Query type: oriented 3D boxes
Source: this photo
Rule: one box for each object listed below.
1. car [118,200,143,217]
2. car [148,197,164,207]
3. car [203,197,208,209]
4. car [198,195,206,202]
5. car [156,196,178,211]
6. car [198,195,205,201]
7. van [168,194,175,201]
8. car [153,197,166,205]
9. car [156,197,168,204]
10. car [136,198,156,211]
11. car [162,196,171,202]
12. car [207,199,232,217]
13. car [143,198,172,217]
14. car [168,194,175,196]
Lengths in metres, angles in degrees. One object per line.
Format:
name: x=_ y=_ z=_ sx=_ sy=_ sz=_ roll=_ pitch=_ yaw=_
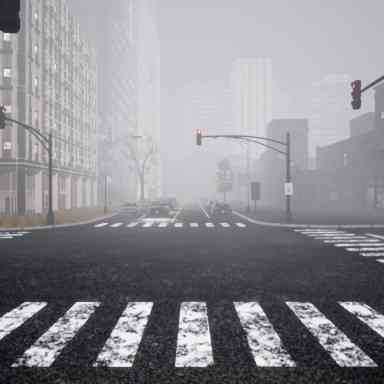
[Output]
car: x=-5.704 y=1.591 z=30.787 sx=1.802 sy=1.307 sz=4.206 roll=0 pitch=0 yaw=0
car: x=-5.714 y=1.574 z=52.951 sx=2.008 sy=1.369 sz=4.403 roll=0 pitch=0 yaw=0
car: x=2.672 y=1.598 z=41.874 sx=1.802 sy=1.307 sz=4.206 roll=0 pitch=0 yaw=0
car: x=2.656 y=1.600 z=75.118 sx=2.008 sy=1.369 sz=4.403 roll=0 pitch=0 yaw=0
car: x=-3.116 y=1.579 z=40.931 sx=1.994 sy=1.385 sz=4.181 roll=0 pitch=0 yaw=0
car: x=2.648 y=1.639 z=91.741 sx=1.947 sy=1.339 sz=4.313 roll=0 pitch=0 yaw=0
van: x=-5.733 y=1.414 z=91.737 sx=1.690 sy=1.788 sz=3.998 roll=0 pitch=0 yaw=0
car: x=-5.717 y=1.594 z=58.491 sx=1.947 sy=1.339 sz=4.313 roll=0 pitch=0 yaw=0
car: x=-5.720 y=1.600 z=64.033 sx=1.947 sy=1.339 sz=4.313 roll=0 pitch=0 yaw=0
car: x=-5.709 y=1.541 z=41.699 sx=1.752 sy=1.417 sz=4.829 roll=0 pitch=0 yaw=0
car: x=-5.725 y=1.631 z=75.114 sx=1.802 sy=1.307 sz=4.206 roll=0 pitch=0 yaw=0
car: x=2.677 y=1.554 z=30.791 sx=1.887 sy=1.381 sz=4.507 roll=0 pitch=0 yaw=0
car: x=-3.132 y=1.573 z=30.968 sx=1.994 sy=1.385 sz=4.181 roll=0 pitch=0 yaw=-2
car: x=-3.113 y=1.500 z=50.914 sx=1.882 sy=1.535 sz=5.008 roll=0 pitch=0 yaw=0
